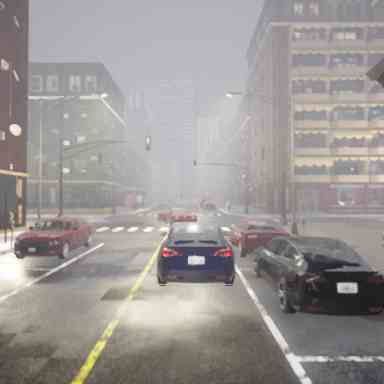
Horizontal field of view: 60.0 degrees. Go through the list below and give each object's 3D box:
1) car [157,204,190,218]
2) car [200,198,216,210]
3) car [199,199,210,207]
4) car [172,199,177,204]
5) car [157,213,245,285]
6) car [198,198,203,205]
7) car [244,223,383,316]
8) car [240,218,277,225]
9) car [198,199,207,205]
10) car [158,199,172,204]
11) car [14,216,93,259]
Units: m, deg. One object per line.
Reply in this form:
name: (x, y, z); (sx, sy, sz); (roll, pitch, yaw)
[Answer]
car: (-1.313, 1.865, 25.455); (1.895, 1.301, 4.718); (0, -1, -21)
car: (2.686, 2.087, 51.308); (1.887, 1.381, 4.507); (1, -1, 0)
car: (2.552, 2.173, 68.376); (1.967, 1.590, 4.097); (1, -1, 0)
car: (-5.335, 2.472, 85.429); (1.887, 1.381, 4.507); (1, -1, 0)
car: (0.098, 1.606, 9.858); (2.163, 1.488, 4.792); (0, -1, 0)
car: (2.588, 1.968, 61.255); (2.192, 1.841, 5.009); (1, -1, 0)
car: (2.571, 1.645, 7.583); (1.947, 1.339, 4.313); (1, -1, 0)
car: (2.569, 1.682, 13.253); (1.887, 1.381, 4.507); (1, -1, 0)
car: (2.547, 2.428, 79.754); (1.947, 1.339, 4.313); (1, -1, 0)
car: (-5.344, 2.219, 62.672); (2.008, 1.369, 4.403); (1, -1, 0)
car: (-5.278, 1.682, 13.223); (1.887, 1.381, 4.507); (1, -1, 0)
